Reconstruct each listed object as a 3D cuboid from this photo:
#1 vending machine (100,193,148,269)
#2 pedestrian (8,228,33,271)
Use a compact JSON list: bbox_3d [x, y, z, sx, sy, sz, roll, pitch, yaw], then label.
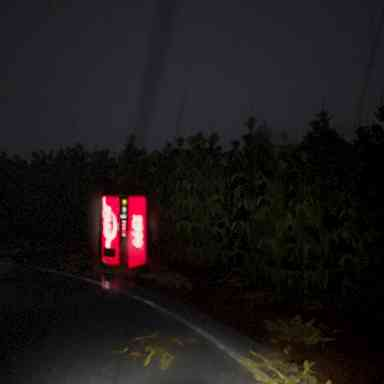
[{"bbox_3d":[-2.016,1.082,9.920,0.880,2.100,1.100,1,1,35],"label":"vending machine"},{"bbox_3d":[-4.590,1.187,8.837,0.375,1.860,0.375,0,1,28],"label":"pedestrian"}]
